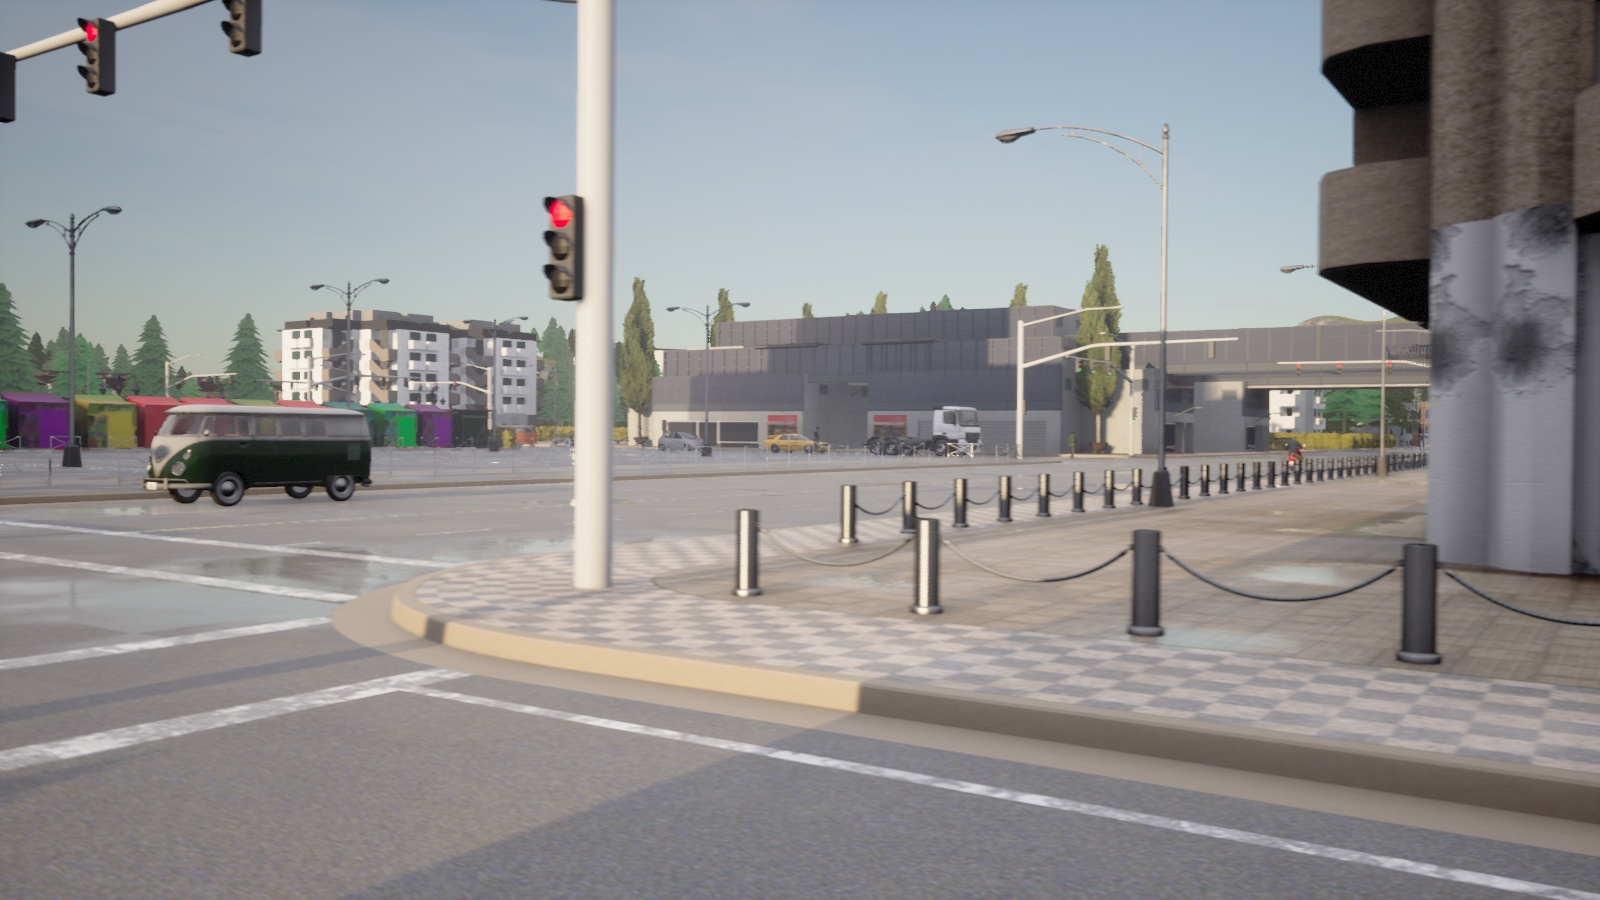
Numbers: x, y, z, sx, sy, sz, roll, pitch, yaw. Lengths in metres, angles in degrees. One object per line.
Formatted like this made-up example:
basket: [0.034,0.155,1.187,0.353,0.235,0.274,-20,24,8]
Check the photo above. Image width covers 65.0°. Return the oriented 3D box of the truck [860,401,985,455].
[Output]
truck: [8.153,-1.429,84.387,7.936,3.462,2.891,0,1,35]

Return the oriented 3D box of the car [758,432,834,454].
car: [-0.321,-0.514,90.436,5.366,1.575,1.801,0,1,36]

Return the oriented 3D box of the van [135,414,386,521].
van: [-10.910,0.286,25.699,1.775,1.987,4.442,0,1,34]

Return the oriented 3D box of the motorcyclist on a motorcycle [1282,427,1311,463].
motorcyclist on a motorcycle: [22.288,-0.238,56.367,0.866,1.590,1.817,0,1,34]

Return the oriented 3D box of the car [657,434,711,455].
car: [-8.493,-0.386,91.967,3.633,1.501,1.845,0,1,36]
